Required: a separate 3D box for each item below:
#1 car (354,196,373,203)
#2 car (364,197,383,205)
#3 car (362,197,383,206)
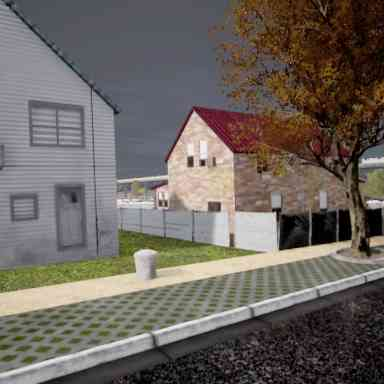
[{"bbox_3d":[38.570,1.681,74.932,1.837,1.490,4.892,-2,-1,0],"label":"car"},{"bbox_3d":[28.542,1.939,51.721,1.812,1.442,4.674,-2,0,1],"label":"car"},{"bbox_3d":[35.235,1.825,64.539,2.128,1.511,4.902,-2,-1,0],"label":"car"}]
